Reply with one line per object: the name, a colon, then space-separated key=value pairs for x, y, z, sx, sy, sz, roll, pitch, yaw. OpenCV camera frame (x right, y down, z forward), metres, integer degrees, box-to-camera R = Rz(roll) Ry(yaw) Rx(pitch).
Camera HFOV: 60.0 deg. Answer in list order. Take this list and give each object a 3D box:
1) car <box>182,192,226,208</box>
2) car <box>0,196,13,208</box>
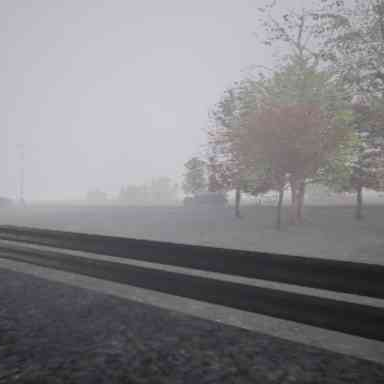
car: x=1.584 y=0.841 z=41.498 sx=5.566 sy=2.045 sz=2.150 roll=0 pitch=0 yaw=11
car: x=-27.844 y=1.379 z=47.039 sx=4.892 sy=1.490 sz=1.837 roll=-1 pitch=0 yaw=11
